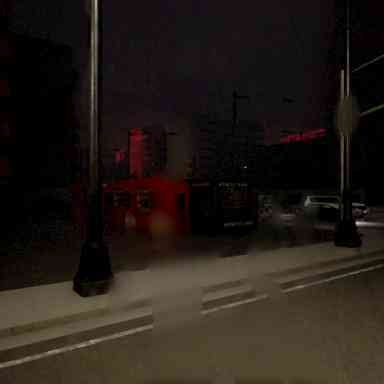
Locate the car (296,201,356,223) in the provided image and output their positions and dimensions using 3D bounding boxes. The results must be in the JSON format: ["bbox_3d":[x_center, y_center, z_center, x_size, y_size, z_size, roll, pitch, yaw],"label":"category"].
[{"bbox_3d":[10.565,1.667,27.023,1.994,1.385,4.181,0,-1,-36],"label":"car"}]

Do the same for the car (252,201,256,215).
[{"bbox_3d":[5.385,1.685,34.184,1.882,1.535,5.008,0,-1,-36],"label":"car"}]

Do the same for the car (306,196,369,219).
[{"bbox_3d":[12.785,1.339,29.932,2.150,2.045,5.566,0,-1,-36],"label":"car"}]
